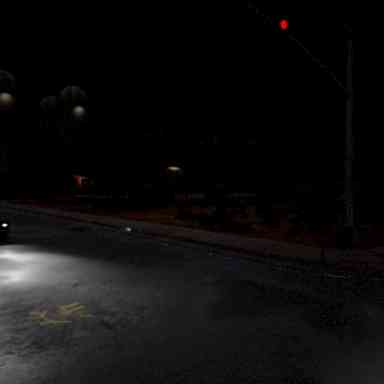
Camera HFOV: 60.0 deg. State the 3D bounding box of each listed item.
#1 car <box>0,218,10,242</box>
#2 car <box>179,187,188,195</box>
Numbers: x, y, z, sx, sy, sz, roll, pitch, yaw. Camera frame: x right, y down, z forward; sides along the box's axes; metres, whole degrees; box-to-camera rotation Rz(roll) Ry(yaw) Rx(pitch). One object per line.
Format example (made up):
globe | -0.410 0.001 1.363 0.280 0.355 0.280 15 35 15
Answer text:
car | -9.011 1.293 13.570 1.895 1.301 4.718 0 1 -43
car | -1.897 -0.226 80.469 1.905 1.878 3.866 6 3 3
